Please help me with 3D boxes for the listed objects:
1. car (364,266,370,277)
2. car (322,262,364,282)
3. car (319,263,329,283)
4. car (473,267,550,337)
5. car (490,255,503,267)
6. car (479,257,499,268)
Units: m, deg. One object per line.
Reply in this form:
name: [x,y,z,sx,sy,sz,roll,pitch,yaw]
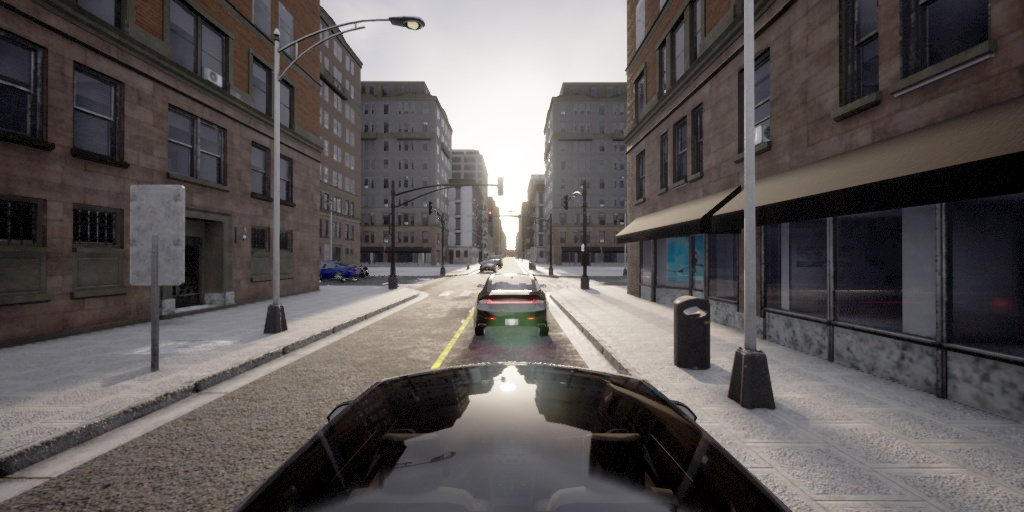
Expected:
car: [-14.782,1.328,31.493,4.313,1.339,1.948,0,0,0]
car: [-14.977,1.227,28.862,5.008,1.535,1.882,0,0,0]
car: [-14.783,1.288,23.466,4.313,1.339,1.948,0,0,0]
car: [-0.005,1.241,10.330,2.128,1.511,4.902,0,0,0]
car: [-2.865,0.919,61.176,2.150,2.045,5.566,0,0,0]
car: [-2.879,1.226,43.386,1.837,1.490,4.892,0,0,0]
